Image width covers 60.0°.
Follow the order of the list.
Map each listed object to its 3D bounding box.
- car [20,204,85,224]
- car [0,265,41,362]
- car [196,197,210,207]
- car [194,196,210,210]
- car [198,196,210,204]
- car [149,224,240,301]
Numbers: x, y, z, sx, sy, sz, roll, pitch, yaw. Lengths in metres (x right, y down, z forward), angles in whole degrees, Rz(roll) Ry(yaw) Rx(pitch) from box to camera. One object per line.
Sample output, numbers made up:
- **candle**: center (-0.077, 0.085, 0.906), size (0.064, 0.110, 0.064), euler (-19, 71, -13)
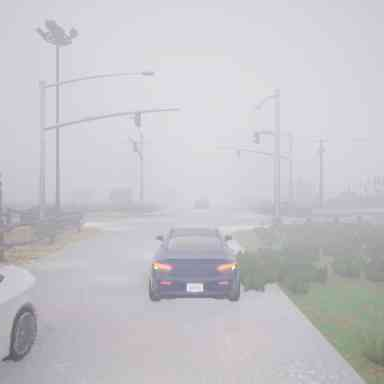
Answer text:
- **car**: center (-9.784, 1.563, 23.440), size (4.181, 1.385, 1.994), euler (0, 0, 5)
- **car**: center (-3.167, 1.526, 3.224), size (1.812, 1.442, 4.674), euler (0, 0, 0)
- **car**: center (1.779, 1.512, 52.997), size (2.033, 1.411, 5.357), euler (0, 0, 3)
- **car**: center (1.296, 1.512, 42.847), size (2.033, 1.411, 5.357), euler (0, 0, 3)
- **car**: center (2.318, 1.512, 63.508), size (2.033, 1.411, 5.357), euler (0, 0, 3)
- **car**: center (0.053, 1.526, 8.187), size (1.812, 1.442, 4.674), euler (0, 0, 0)
